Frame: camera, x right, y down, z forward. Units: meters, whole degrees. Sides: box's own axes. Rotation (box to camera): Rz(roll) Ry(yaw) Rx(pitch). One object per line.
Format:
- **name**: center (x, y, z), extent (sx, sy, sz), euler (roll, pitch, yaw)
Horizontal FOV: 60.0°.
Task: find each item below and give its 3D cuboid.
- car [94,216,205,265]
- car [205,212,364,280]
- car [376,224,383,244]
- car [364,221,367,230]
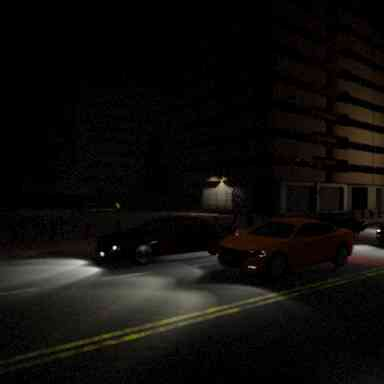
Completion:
- **car**: center (-0.667, 1.607, 12.087), extent (5.357, 1.411, 2.033), euler (1, 0, -35)
- **car**: center (3.056, 1.564, 10.426), extent (5.008, 1.535, 1.882), euler (1, 0, -35)
- **car**: center (10.636, 1.695, 15.764), extent (4.892, 1.490, 1.837), euler (1, 0, -35)
- **car**: center (7.174, 1.768, 17.610), extent (4.718, 1.301, 1.895), euler (1, 0, -35)
